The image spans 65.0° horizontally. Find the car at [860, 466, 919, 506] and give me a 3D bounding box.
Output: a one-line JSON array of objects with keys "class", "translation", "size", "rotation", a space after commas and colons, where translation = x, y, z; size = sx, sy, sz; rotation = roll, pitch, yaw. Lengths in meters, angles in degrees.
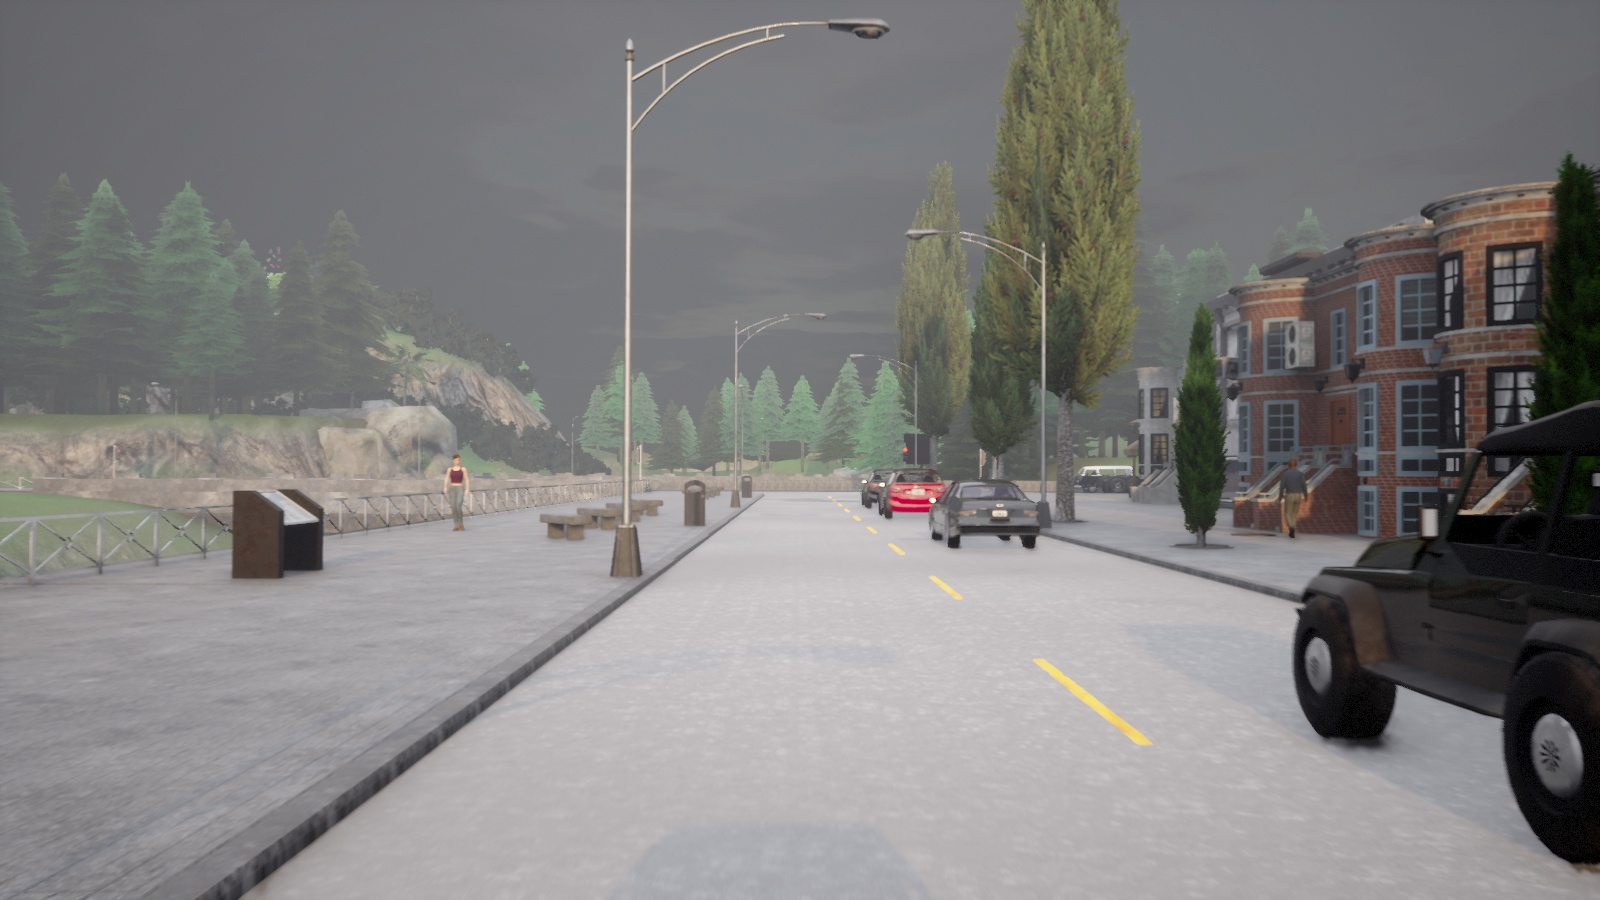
[{"class": "car", "translation": [3.856, 1.565, 55.054], "size": [2.242, 1.667, 4.611], "rotation": [0, -1, 0]}]

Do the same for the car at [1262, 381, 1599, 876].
[{"class": "car", "translation": [3.982, 0.699, 6.259], "size": [1.905, 1.878, 3.866], "rotation": [0, -1, 0]}]

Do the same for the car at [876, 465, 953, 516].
[{"class": "car", "translation": [3.886, 1.370, 43.429], "size": [2.242, 1.667, 4.611], "rotation": [0, -1, 0]}]

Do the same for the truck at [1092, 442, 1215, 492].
[{"class": "truck", "translation": [24.982, 1.223, 89.022], "size": [7.936, 3.462, 2.891], "rotation": [0, -1, 0]}]

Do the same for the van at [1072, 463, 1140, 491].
[{"class": "van", "translation": [22.613, 2.004, 92.992], "size": [4.480, 2.038, 2.069], "rotation": [0, -1, 0]}]

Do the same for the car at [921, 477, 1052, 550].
[{"class": "car", "translation": [3.928, 1.304, 27.335], "size": [2.033, 1.411, 5.357], "rotation": [0, -1, 0]}]

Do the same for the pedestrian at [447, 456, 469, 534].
[{"class": "pedestrian", "translation": [-8.102, 1.055, 29.767], "size": [0.345, 1.836, 0.594], "rotation": [0, -1, 0]}]

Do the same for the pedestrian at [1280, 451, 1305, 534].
[{"class": "pedestrian", "translation": [11.057, 0.955, 28.215], "size": [0.370, 1.835, 0.726], "rotation": [0, -1, 11]}]
